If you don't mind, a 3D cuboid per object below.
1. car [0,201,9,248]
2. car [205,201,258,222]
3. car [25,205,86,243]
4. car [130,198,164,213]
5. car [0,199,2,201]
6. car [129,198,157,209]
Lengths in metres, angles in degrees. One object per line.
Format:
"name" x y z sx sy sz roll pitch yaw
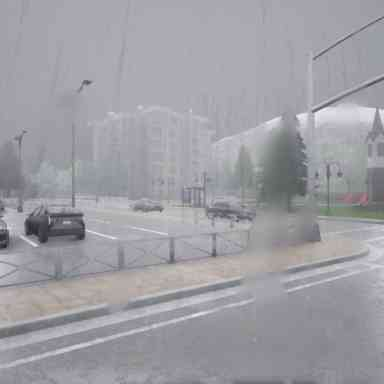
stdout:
"car" -8.870 1.331 13.436 2.152 1.636 5.027 0 0 -36
"car" 3.031 1.505 26.351 1.837 1.490 4.892 0 0 -36
"car" -6.356 1.340 15.313 2.007 1.523 4.514 0 0 -36
"car" -4.869 1.563 37.105 1.994 1.385 4.181 0 0 -36
"car" -21.592 1.374 36.423 1.845 1.501 3.633 0 0 -36
"car" -6.816 1.526 45.805 1.812 1.442 4.674 0 0 -36
